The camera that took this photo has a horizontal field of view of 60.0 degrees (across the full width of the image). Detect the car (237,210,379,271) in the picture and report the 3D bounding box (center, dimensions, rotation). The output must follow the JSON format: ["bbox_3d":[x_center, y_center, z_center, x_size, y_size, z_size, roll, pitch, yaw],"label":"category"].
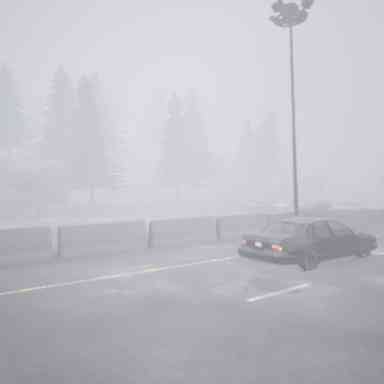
[{"bbox_3d":[3.919,1.531,10.836,5.357,1.411,2.033,0,0,-35],"label":"car"}]

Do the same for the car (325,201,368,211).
[{"bbox_3d":[15.168,1.603,31.984,4.674,1.442,1.812,1,0,-35],"label":"car"}]

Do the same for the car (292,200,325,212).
[{"bbox_3d":[13.321,1.627,34.967,5.357,1.411,2.033,1,0,-35],"label":"car"}]

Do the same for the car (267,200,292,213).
[{"bbox_3d":[11.055,1.603,37.647,4.674,1.442,1.812,1,0,-35],"label":"car"}]

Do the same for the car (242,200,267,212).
[{"bbox_3d":[8.227,1.670,39.932,4.718,1.301,1.895,1,0,-35],"label":"car"}]
